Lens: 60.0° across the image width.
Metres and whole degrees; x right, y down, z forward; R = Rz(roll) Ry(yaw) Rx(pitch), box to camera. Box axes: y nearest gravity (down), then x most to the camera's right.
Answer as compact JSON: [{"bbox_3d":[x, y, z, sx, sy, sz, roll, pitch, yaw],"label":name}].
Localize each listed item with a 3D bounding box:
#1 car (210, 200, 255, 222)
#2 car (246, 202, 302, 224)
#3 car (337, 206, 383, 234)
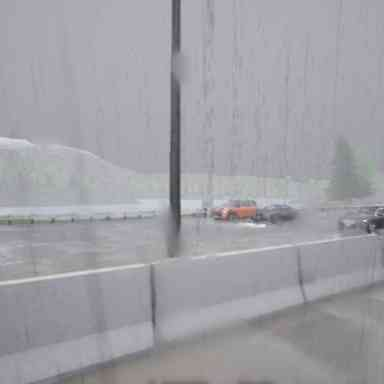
[{"bbox_3d":[3.728,1.471,28.065,4.553,1.767,2.097,0,0,-35],"label":"car"},{"bbox_3d":[6.564,1.690,25.782,4.181,1.385,1.994,1,0,-35],"label":"car"},{"bbox_3d":[10.810,1.619,20.204,4.902,1.511,2.128,1,0,-35],"label":"car"}]
